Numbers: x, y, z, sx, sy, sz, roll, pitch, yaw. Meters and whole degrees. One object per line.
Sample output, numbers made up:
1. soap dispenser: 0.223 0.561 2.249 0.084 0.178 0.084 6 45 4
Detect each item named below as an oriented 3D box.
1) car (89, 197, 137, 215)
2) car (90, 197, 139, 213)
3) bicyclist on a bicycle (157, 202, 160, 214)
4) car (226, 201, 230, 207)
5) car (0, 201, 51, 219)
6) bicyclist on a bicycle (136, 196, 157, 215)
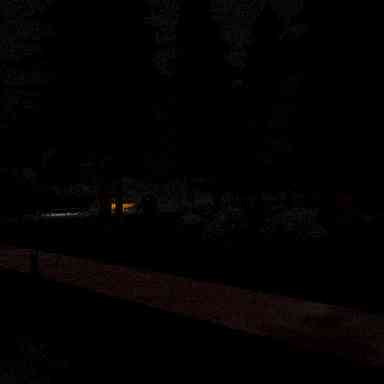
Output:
1. car: -7.209 1.315 31.073 1.882 1.535 5.008 0 0 35
2. car: -8.278 1.329 35.889 2.128 1.511 4.902 0 0 36
3. bicyclist on a bicycle: -3.511 1.142 28.907 1.656 1.620 0.582 0 0 22
4. car: 6.915 1.598 46.708 4.181 1.385 1.994 0 0 -14
5. car: -14.331 1.438 27.403 1.895 1.301 4.718 0 0 35
6. bicyclist on a bicycle: -4.072 1.141 28.424 1.656 1.620 0.582 0 0 15
